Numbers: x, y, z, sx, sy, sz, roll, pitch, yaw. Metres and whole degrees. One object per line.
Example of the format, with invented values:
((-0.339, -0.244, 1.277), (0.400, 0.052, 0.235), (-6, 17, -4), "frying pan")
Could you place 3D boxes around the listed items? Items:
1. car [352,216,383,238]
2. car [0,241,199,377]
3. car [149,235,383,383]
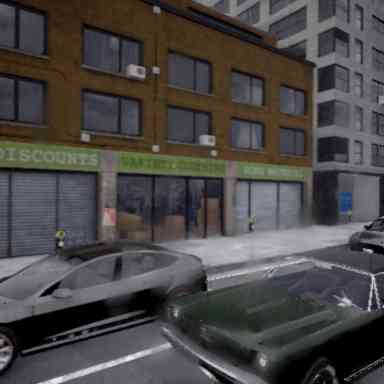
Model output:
((7.437, 1.543, 11.946), (4.313, 1.339, 1.947), (0, 1, -36), "car")
((-1.695, 1.563, 5.430), (4.313, 1.339, 1.947), (0, 1, -36), "car")
((1.968, 1.594, 4.779), (4.718, 1.301, 1.895), (0, 0, -35), "car")
